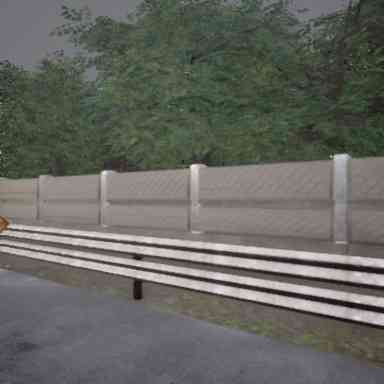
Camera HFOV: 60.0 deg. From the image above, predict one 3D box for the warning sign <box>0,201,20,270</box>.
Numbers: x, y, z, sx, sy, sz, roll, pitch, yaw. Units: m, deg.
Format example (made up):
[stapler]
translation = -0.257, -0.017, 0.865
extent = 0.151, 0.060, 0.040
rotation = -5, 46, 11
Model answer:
[warning sign]
translation = -5.715, 1.206, 9.221
extent = 1.060, 1.860, 1.300
rotation = -1, 0, 35
